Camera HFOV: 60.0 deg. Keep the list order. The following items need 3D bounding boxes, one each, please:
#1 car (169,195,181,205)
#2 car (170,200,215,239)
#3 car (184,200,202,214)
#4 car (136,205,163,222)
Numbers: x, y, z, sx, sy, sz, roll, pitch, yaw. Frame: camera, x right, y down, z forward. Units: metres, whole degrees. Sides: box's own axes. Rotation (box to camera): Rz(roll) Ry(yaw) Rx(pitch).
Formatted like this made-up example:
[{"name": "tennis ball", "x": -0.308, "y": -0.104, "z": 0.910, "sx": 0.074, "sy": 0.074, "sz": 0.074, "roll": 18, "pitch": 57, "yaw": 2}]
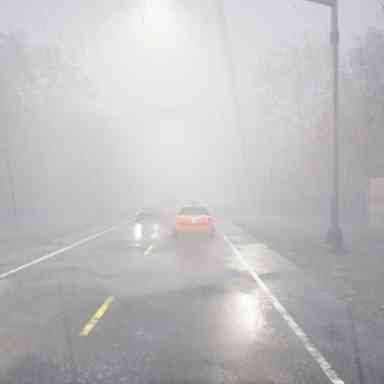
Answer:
[{"name": "car", "x": -3.509, "y": 1.648, "z": 69.394, "sx": 2.150, "sy": 2.045, "sz": 5.566, "roll": 0, "pitch": 0, "yaw": 0}, {"name": "car", "x": 0.098, "y": 1.501, "z": 18.528, "sx": 2.097, "sy": 1.767, "sz": 4.553, "roll": 0, "pitch": -1, "yaw": 0}, {"name": "car", "x": 0.097, "y": 1.799, "z": 41.289, "sx": 2.128, "sy": 1.511, "sz": 4.902, "roll": 0, "pitch": 0, "yaw": 0}, {"name": "car", "x": -3.601, "y": 1.819, "z": 28.580, "sx": 1.895, "sy": 1.301, "sz": 4.718, "roll": 0, "pitch": 0, "yaw": 0}]
